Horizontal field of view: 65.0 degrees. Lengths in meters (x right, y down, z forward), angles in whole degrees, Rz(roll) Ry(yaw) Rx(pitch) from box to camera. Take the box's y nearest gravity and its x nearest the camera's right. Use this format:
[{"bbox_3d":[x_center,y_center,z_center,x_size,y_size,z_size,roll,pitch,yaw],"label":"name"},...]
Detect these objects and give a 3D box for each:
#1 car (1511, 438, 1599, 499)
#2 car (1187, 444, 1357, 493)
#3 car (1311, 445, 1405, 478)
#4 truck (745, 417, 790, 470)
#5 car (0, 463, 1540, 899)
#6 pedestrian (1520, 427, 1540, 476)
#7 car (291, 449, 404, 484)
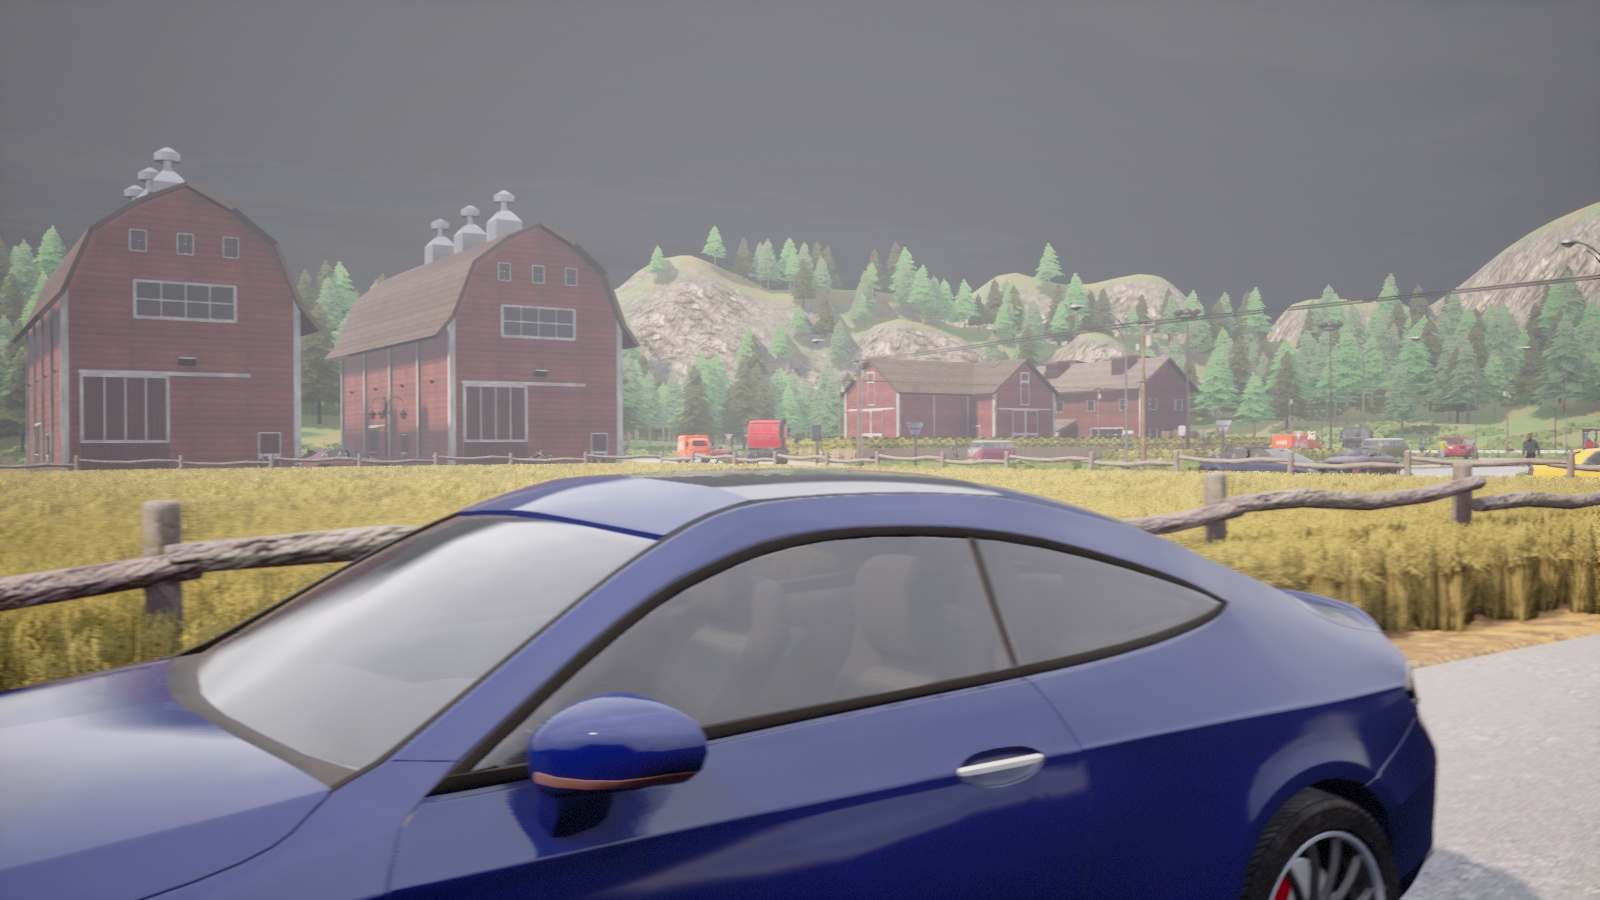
[{"bbox_3d":[21.491,0.468,32.248,1.801,1.575,5.366,-1,0,-35],"label":"car"},{"bbox_3d":[15.345,0.565,41.060,2.163,1.488,4.792,-1,0,-35],"label":"car"},{"bbox_3d":[25.087,0.491,56.434,4.181,1.385,1.994,-1,0,-36],"label":"car"},{"bbox_3d":[-2.285,-0.443,87.159,2.891,3.462,7.936,-1,0,-2],"label":"truck"},{"bbox_3d":[-0.372,0.776,2.912,4.674,1.442,1.812,0,0,-35],"label":"car"},{"bbox_3d":[28.975,0.063,49.867,0.788,1.949,0.423,-1,0,-39],"label":"pedestrian"},{"bbox_3d":[-22.446,0.801,62.377,4.856,1.649,2.033,-1,0,-38],"label":"car"}]
